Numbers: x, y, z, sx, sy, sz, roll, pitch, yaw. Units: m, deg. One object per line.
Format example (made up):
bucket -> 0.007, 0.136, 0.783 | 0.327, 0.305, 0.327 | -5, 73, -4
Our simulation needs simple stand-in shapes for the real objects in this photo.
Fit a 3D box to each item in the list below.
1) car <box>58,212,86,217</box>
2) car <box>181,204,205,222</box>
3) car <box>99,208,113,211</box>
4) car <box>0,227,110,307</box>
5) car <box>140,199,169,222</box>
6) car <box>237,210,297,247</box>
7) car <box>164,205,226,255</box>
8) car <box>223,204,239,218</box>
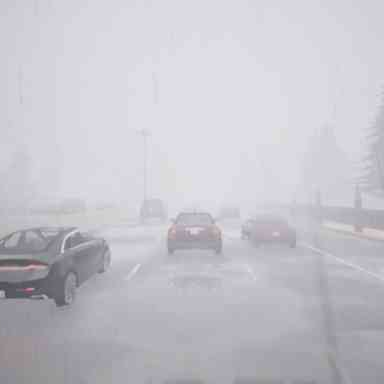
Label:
car -> -14.095, 1.758, 38.967 | 2.150, 2.045, 5.566 | 0, 0, 0
car -> 0.097, 1.929, 31.596 | 2.128, 1.511, 4.902 | 0, -1, 0
car -> -10.591, 2.067, 40.605 | 1.837, 1.490, 4.892 | 0, -1, 0
car -> -3.401, 1.607, 8.236 | 2.128, 1.511, 4.902 | 0, -1, 0
car -> -3.402, 1.648, 30.767 | 2.150, 2.045, 5.566 | 0, -1, 0
car -> 3.599, 1.789, 16.196 | 1.994, 1.385, 4.181 | 0, -1, 0
car -> 0.100, 1.553, 14.476 | 2.097, 1.767, 4.553 | 0, -1, 0
car -> 3.598, 1.937, 33.182 | 1.882, 1.535, 5.008 | 0, -1, 0
